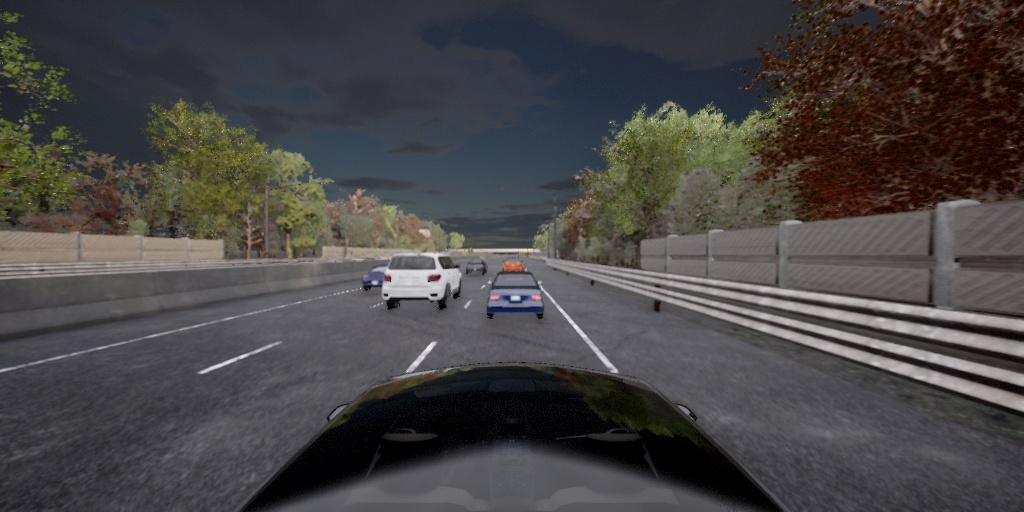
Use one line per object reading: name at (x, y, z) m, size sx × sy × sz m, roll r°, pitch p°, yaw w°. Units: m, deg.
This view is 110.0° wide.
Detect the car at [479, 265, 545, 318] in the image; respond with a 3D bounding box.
car at (0.099, 1.226, 12.680) m, size 2.033 × 1.411 × 5.357 m, roll 0°, pitch 0°, yaw 0°

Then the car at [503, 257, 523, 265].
car at (0.094, 0.881, 37.404) m, size 2.097 × 1.767 × 4.553 m, roll 0°, pitch 0°, yaw 0°

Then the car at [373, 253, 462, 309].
car at (-3.404, 0.889, 14.547) m, size 2.150 × 2.045 × 5.566 m, roll 0°, pitch 0°, yaw 0°

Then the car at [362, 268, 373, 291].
car at (-6.900, 1.156, 20.370) m, size 1.812 × 1.442 × 4.674 m, roll 0°, pitch 0°, yaw 0°

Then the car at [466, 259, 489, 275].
car at (-3.407, 1.032, 35.417) m, size 2.128 × 1.511 × 4.902 m, roll 0°, pitch 0°, yaw 0°
